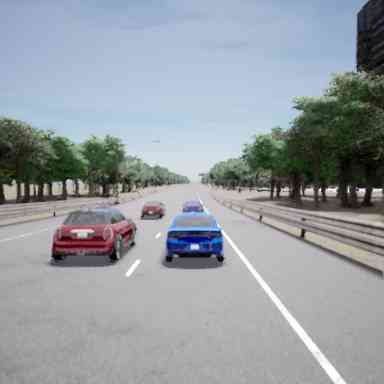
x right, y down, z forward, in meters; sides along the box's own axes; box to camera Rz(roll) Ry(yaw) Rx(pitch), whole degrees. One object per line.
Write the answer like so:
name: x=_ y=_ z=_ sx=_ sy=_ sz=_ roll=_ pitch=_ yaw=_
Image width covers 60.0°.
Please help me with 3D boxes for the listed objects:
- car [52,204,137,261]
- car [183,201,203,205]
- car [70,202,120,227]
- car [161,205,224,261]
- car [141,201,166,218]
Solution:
car: x=-3.411 y=1.365 z=12.477 sx=2.097 sy=1.767 sz=4.553 roll=0 pitch=0 yaw=0
car: x=0.091 y=1.524 z=29.884 sx=1.812 sy=1.442 sz=4.674 roll=0 pitch=0 yaw=0
car: x=-6.916 y=1.555 z=24.355 sx=2.033 sy=1.411 sz=5.357 roll=0 pitch=0 yaw=0
car: x=0.088 y=1.490 z=12.438 sx=1.882 sy=1.535 sz=5.008 roll=0 pitch=0 yaw=0
car: x=-3.409 y=1.524 z=29.895 sx=1.812 sy=1.442 sz=4.674 roll=0 pitch=0 yaw=0
